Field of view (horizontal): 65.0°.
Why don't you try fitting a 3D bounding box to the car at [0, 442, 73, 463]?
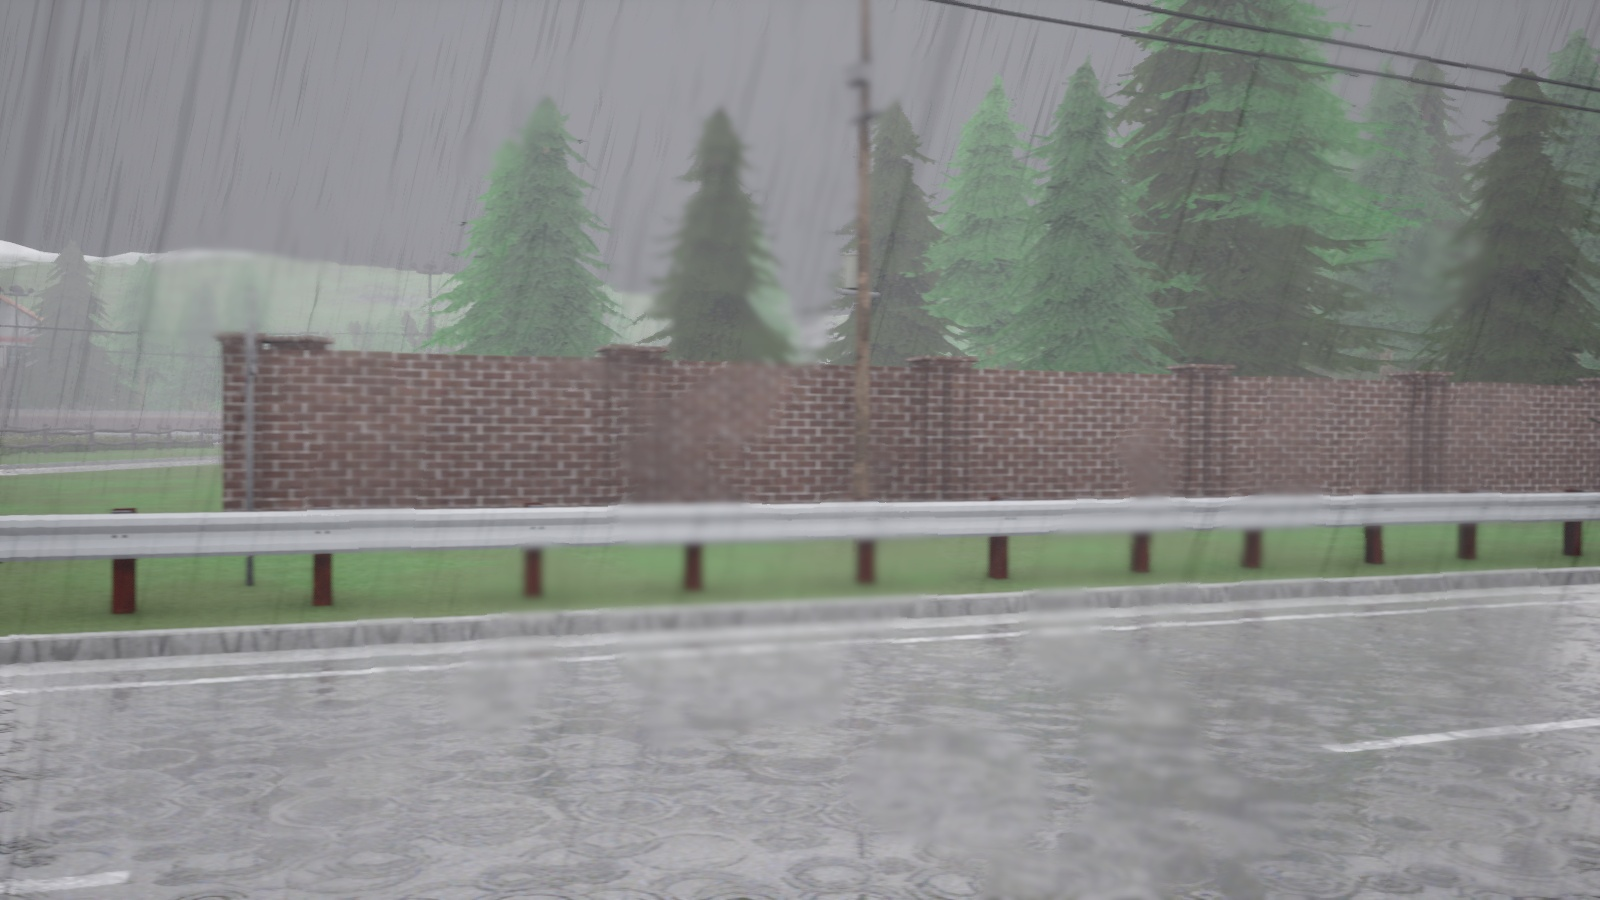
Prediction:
[{"bbox_3d":[-51.013,0.145,83.176,4.718,1.301,1.895,-1,1,-21],"label":"car"}]
